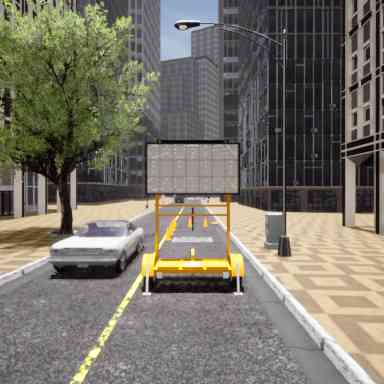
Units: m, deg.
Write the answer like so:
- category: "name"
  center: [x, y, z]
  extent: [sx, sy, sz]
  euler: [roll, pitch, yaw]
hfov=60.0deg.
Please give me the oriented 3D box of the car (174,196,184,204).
- category: "car"
  center: [-2.585, 1.562, 67.555]
  extent: [1.882, 1.535, 5.008]
  euler: [0, 0, 0]

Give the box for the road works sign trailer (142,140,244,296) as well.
- category: "road works sign trailer"
  center: [0.018, 0.464, 8.636]
  extent: [2.380, 3.560, 2.880]
  euler: [0, 0, 0]

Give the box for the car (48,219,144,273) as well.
- category: "car"
  center: [-2.827, 1.600, 10.816]
  extent: [1.895, 1.301, 4.718]
  euler: [0, 0, 0]
